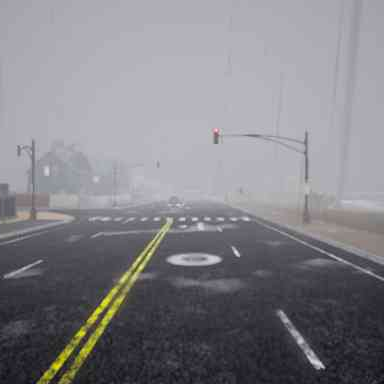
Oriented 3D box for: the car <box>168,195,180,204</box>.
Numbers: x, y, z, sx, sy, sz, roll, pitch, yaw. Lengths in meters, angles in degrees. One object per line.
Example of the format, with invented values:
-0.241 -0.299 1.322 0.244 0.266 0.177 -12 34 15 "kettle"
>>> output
-3.229 1.425 60.586 1.882 1.535 5.008 0 2 0 "car"
